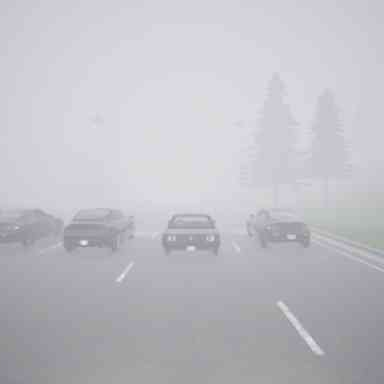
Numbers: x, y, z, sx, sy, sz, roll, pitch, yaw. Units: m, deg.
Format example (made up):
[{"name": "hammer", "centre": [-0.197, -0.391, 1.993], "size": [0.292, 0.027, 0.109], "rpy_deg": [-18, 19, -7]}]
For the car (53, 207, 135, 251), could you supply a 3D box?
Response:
[{"name": "car", "centre": [-3.509, 1.356, 13.257], "size": [1.837, 1.490, 4.892], "rpy_deg": [0, 1, 0]}]

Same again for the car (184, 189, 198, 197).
[{"name": "car", "centre": [-0.333, 0.532, 88.239], "size": [2.128, 1.511, 4.902], "rpy_deg": [0, 1, 2]}]

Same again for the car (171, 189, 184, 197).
[{"name": "car", "centre": [-3.818, 0.591, 89.430], "size": [1.895, 1.301, 4.718], "rpy_deg": [0, 1, 2]}]

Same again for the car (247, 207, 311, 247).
[{"name": "car", "centre": [3.495, 1.367, 13.947], "size": [1.812, 1.442, 4.674], "rpy_deg": [0, 1, 0]}]

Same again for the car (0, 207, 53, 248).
[{"name": "car", "centre": [-7.005, 1.369, 13.906], "size": [1.812, 1.442, 4.674], "rpy_deg": [0, 1, 0]}]

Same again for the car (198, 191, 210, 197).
[{"name": "car", "centre": [3.167, 0.485, 88.252], "size": [1.882, 1.535, 5.008], "rpy_deg": [0, 1, 2]}]

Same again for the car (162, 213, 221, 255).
[{"name": "car", "centre": [-0.014, 1.457, 12.646], "size": [1.895, 1.301, 4.718], "rpy_deg": [0, 1, 0]}]

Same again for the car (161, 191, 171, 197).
[{"name": "car", "centre": [-7.319, 0.496, 89.292], "size": [1.837, 1.490, 4.892], "rpy_deg": [0, 1, 2]}]
